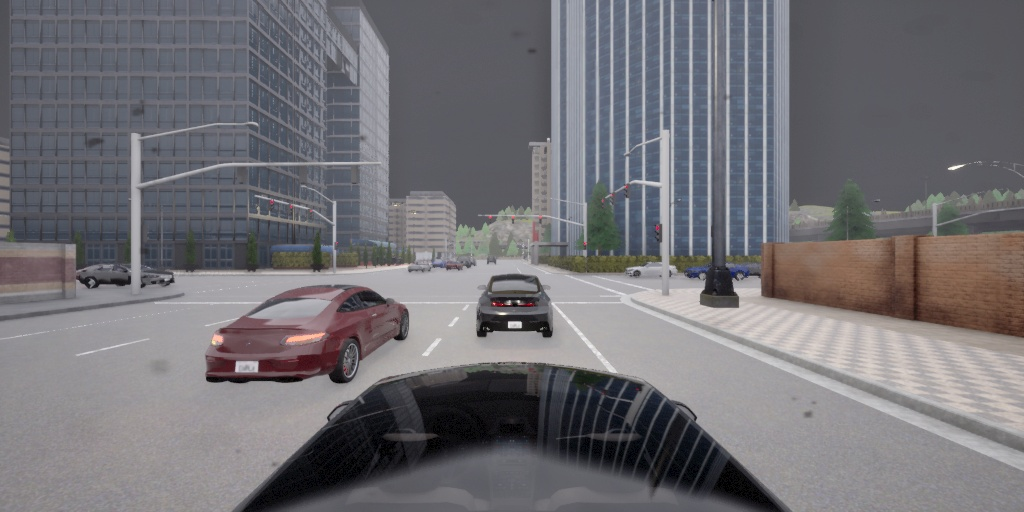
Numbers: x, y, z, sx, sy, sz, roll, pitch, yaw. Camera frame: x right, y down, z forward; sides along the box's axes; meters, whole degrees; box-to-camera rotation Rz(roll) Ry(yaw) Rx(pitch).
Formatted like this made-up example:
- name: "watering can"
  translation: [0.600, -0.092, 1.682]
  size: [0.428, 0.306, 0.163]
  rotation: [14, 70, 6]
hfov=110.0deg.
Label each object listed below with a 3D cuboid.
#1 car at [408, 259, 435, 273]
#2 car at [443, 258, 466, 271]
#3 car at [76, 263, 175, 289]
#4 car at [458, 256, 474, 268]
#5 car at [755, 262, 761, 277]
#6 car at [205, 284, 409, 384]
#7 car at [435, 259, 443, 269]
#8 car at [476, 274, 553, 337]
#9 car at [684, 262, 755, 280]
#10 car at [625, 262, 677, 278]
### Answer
- name: "car"
  translation: [-11.397, 1.351, 44.439]
  size: [1.895, 1.301, 4.718]
  rotation: [0, 0, 1]
- name: "car"
  translation: [-7.915, 1.351, 49.646]
  size: [1.895, 1.301, 4.718]
  rotation: [0, 0, -1]
- name: "car"
  translation: [-24.231, 1.241, 22.667]
  size: [4.902, 1.511, 2.128]
  rotation: [0, 0, 0]
- name: "car"
  translation: [-8.054, 0.972, 59.440]
  size: [2.150, 2.045, 5.566]
  rotation: [0, 0, -1]
- name: "car"
  translation: [22.612, 1.297, 33.824]
  size: [5.357, 1.411, 2.033]
  rotation: [0, 0, -1]
- name: "car"
  translation: [-3.438, 1.276, 6.963]
  size: [1.812, 1.442, 4.674]
  rotation: [0, 0, 0]
- name: "car"
  translation: [-11.505, 1.227, 55.889]
  size: [1.882, 1.535, 5.008]
  rotation: [0, 0, -1]
- name: "car"
  translation: [0.063, 1.255, 10.229]
  size: [1.837, 1.490, 4.892]
  rotation: [0, 0, 0]
- name: "car"
  translation: [17.208, 1.228, 30.276]
  size: [5.008, 1.535, 1.882]
  rotation: [0, 0, -1]
- name: "car"
  translation: [13.025, 1.276, 33.719]
  size: [4.674, 1.442, 1.812]
  rotation: [0, 0, 1]
